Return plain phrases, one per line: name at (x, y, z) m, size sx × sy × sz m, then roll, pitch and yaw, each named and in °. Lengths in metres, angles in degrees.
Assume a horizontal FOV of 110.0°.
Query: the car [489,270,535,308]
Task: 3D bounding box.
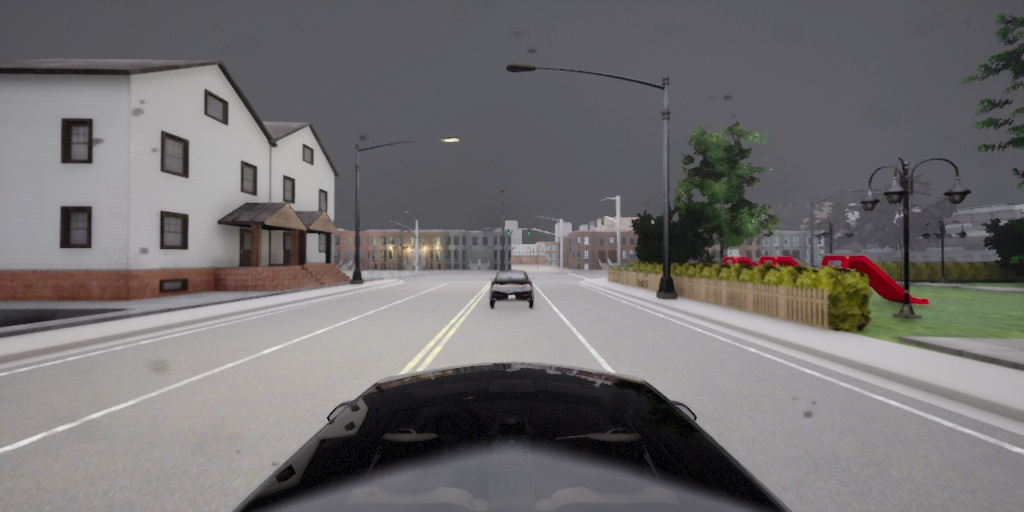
car at (-0.007, 1.378, 16.149) m, size 2.128 × 1.511 × 4.902 m, roll 0°, pitch 0°, yaw 0°
